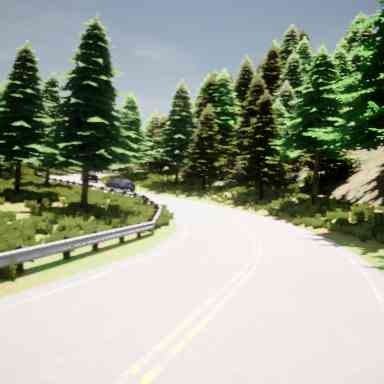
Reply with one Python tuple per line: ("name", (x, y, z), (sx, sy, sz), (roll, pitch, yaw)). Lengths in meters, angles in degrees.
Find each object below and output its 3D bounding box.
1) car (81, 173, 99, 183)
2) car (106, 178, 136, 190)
("car", (-14.481, -2.164, 47.121), (1.837, 1.490, 4.892), (3, 5, -27))
("car", (-8.343, -0.952, 38.787), (4.181, 1.385, 1.994), (10, 4, 45))
